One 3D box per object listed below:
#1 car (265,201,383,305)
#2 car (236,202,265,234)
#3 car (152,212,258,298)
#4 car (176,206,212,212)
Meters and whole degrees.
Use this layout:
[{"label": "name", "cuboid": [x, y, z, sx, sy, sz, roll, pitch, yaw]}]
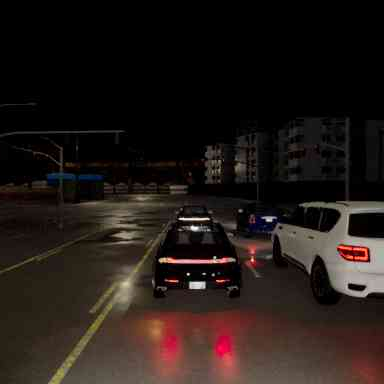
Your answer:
[{"label": "car", "cuboid": [3.595, 1.220, 8.246, 2.150, 2.045, 5.566, 0, 0, 0]}, {"label": "car", "cuboid": [3.611, 1.328, 17.669, 2.097, 1.767, 4.553, 0, 0, 0]}, {"label": "car", "cuboid": [0.103, 1.499, 8.534, 2.128, 1.511, 4.902, 0, 0, 0]}, {"label": "car", "cuboid": [0.113, 1.473, 17.946, 2.128, 1.511, 4.902, 0, 0, 0]}]
